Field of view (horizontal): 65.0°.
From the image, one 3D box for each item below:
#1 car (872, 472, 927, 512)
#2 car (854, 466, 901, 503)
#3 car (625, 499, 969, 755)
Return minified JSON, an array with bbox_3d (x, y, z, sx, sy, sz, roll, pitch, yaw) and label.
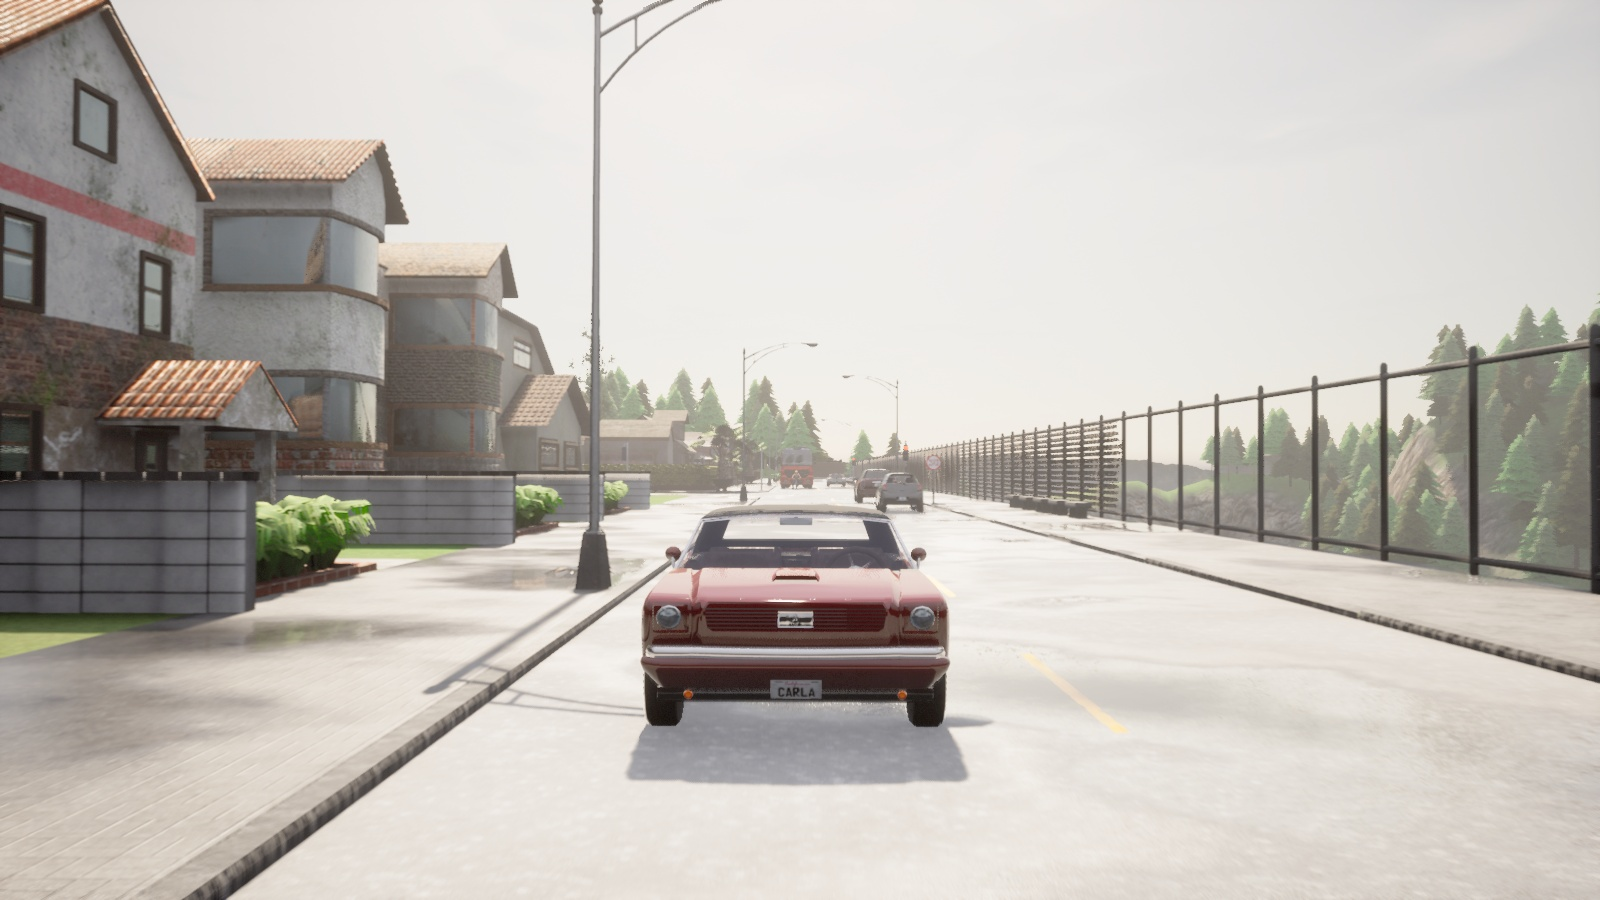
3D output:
[{"bbox_3d":[3.880,1.640,49.382,1.845,1.501,3.633,0,-1,0],"label":"car"},{"bbox_3d":[3.847,1.715,63.143,2.097,1.767,4.553,0,-1,0],"label":"car"},{"bbox_3d":[-0.022,1.071,9.302,1.895,1.301,4.718,0,-1,0],"label":"car"}]
